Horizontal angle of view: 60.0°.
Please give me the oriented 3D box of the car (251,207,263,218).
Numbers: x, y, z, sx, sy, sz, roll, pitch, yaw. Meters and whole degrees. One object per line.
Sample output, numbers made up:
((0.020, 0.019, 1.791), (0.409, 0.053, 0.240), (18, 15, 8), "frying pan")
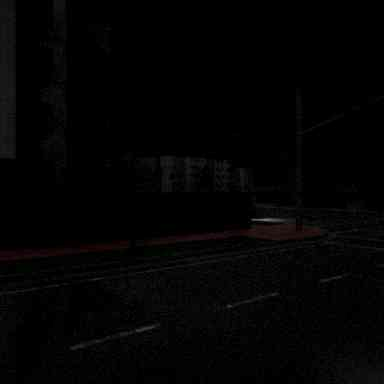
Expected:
((4.109, 1.526, 29.441), (1.812, 1.442, 4.674), (0, 0, -37), "car")
